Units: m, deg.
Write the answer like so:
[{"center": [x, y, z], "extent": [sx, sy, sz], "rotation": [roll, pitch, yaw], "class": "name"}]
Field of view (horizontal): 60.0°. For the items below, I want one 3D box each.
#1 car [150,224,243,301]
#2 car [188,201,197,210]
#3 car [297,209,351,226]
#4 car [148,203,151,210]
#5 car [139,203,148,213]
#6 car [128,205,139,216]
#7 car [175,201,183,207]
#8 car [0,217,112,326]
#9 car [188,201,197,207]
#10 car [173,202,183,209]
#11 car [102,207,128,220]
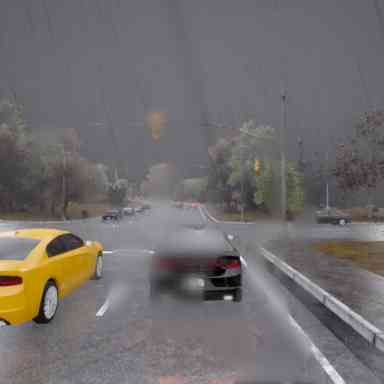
[{"center": [0.102, 1.566, 8.544], "extent": [1.882, 1.535, 5.008], "rotation": [0, -1, 0], "class": "car"}, {"center": [0.165, 3.043, 76.175], "extent": [2.097, 1.767, 4.553], "rotation": [0, 0, 0], "class": "car"}, {"center": [12.463, 2.439, 31.572], "extent": [4.892, 1.490, 1.837], "rotation": [0, -2, 0], "class": "car"}, {"center": [-10.339, 3.231, 75.322], "extent": [2.033, 1.411, 5.357], "rotation": [0, 0, 0], "class": "car"}, {"center": [-10.402, 3.247, 64.741], "extent": [2.128, 1.511, 4.902], "rotation": [0, 0, 1], "class": "car"}, {"center": [-10.467, 3.212, 54.636], "extent": [1.812, 1.442, 4.674], "rotation": [0, -1, 0], "class": "car"}, {"center": [-3.432, 3.167, 86.756], "extent": [1.994, 1.385, 4.181], "rotation": [0, 0, -3], "class": "car"}, {"center": [-3.405, 1.543, 7.302], "extent": [1.882, 1.535, 5.008], "rotation": [0, -1, 0], "class": "car"}, {"center": [0.084, 3.162, 86.333], "extent": [2.033, 1.411, 5.357], "rotation": [0, 0, -3], "class": "car"}, {"center": [-3.336, 3.184, 76.688], "extent": [1.837, 1.490, 4.892], "rotation": [0, 0, 0], "class": "car"}, {"center": [-10.515, 3.002, 44.766], "extent": [2.033, 1.411, 5.357], "rotation": [0, -2, 1], "class": "car"}]
